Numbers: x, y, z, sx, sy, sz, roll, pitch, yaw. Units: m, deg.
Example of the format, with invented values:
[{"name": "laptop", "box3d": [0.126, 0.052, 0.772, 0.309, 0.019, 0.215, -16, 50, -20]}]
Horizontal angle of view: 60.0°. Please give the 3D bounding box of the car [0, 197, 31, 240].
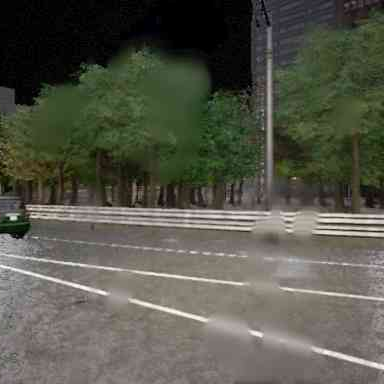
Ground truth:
[{"name": "car", "box3d": [-10.103, 1.239, 15.924, 5.566, 2.045, 2.150, 0, 0, 31]}]
